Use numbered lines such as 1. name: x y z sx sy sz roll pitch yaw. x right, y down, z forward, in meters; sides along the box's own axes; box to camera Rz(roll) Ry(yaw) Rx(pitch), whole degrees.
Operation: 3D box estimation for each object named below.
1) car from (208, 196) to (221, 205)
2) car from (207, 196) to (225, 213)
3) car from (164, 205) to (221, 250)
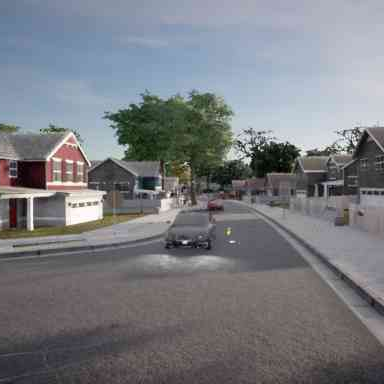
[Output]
1. car: 4.164 1.546 63.004 2.128 1.511 4.902 0 0 1
2. car: 2.806 1.548 38.666 1.882 1.535 5.008 0 0 5
3. car: 0.079 1.565 14.441 1.837 1.490 4.892 0 0 8
